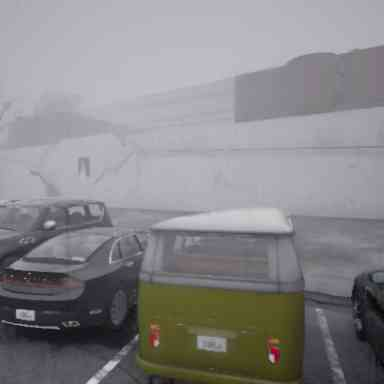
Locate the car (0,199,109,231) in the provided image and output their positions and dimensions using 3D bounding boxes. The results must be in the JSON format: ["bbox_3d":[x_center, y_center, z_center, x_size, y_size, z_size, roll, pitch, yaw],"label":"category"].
[{"bbox_3d":[-4.111,1.231,8.706,2.435,2.045,5.566,1,-1,16],"label":"car"}]

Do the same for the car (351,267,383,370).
[{"bbox_3d":[3.165,1.364,3.506,2.185,1.767,4.553,0,-1,15],"label":"car"}]

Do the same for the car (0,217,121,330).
[{"bbox_3d":[-1.686,1.486,6.994,2.231,1.521,4.892,0,-1,15],"label":"car"}]

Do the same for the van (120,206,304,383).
[{"bbox_3d":[0.775,1.263,5.383,1.878,1.987,4.442,0,-1,15],"label":"van"}]
